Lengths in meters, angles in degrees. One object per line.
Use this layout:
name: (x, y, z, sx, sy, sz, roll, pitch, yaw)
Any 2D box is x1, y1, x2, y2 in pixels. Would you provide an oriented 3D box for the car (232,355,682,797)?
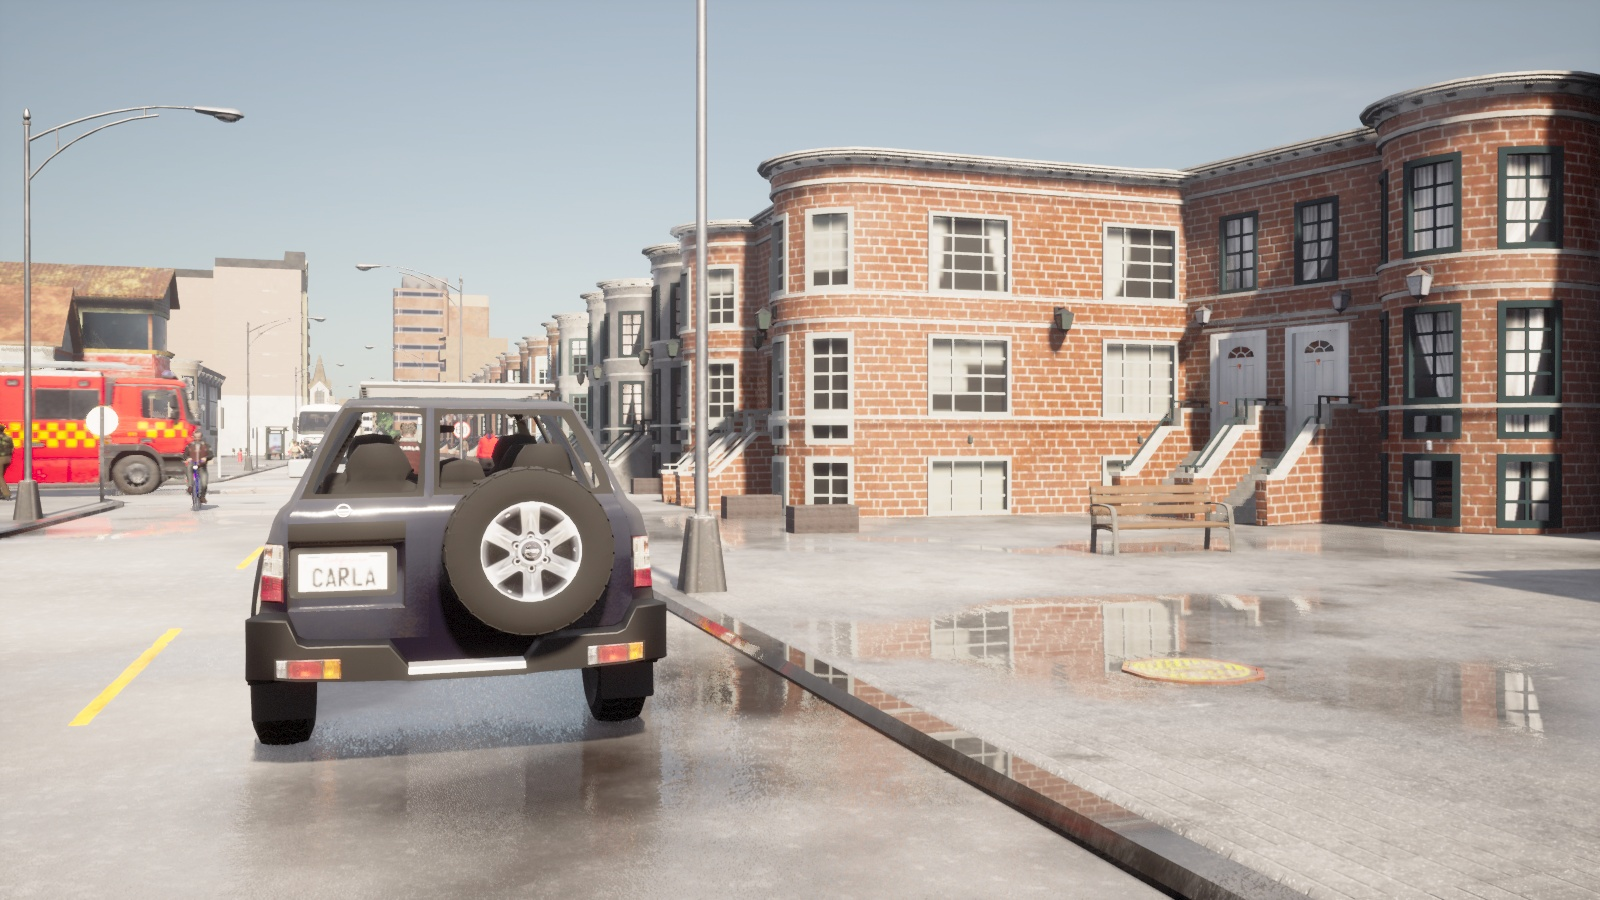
car: (-2.210, 0.515, 7.759, 1.932, 1.855, 4.605, 0, 0, -19)

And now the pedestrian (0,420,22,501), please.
pedestrian: (-19.163, 0.257, 30.197, 0.692, 1.930, 0.395, 0, 0, 11)

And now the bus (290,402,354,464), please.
bus: (-34.491, -1.190, 90.962, 3.944, 4.253, 10.273, 0, 0, -19)

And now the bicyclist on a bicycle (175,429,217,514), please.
bicyclist on a bicycle: (-13.128, 0.443, 27.325, 0.659, 1.776, 1.843, 0, 0, -20)

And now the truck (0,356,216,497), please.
truck: (-21.349, -0.651, 35.791, 8.468, 3.827, 2.891, 0, 1, -24)

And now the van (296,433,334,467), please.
van: (-30.448, -0.017, 78.948, 2.069, 2.038, 4.480, 0, 0, -19)
